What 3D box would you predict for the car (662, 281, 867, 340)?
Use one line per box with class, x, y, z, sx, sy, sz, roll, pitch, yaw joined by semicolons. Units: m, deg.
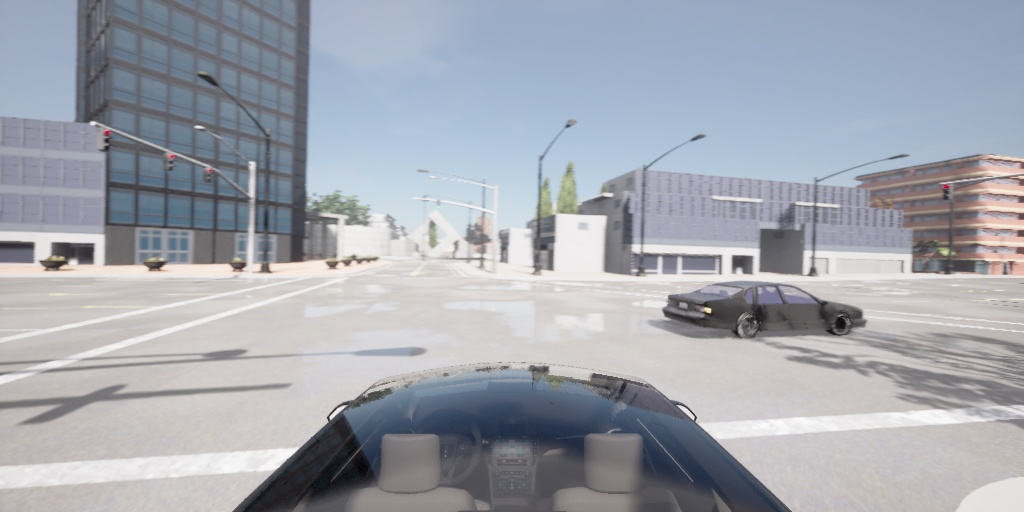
car;7.028;1.419;10.110;5.357;1.411;2.033;1;0;-12
